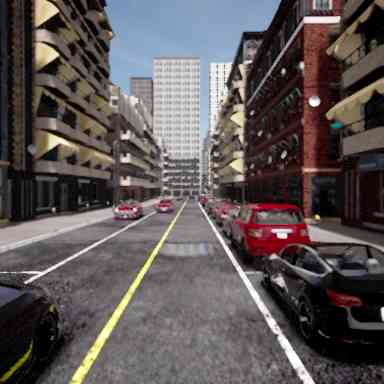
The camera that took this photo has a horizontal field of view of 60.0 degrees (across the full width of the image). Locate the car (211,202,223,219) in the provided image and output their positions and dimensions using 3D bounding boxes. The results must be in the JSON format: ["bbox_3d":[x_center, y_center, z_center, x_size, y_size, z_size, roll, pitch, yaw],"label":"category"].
[{"bbox_3d":[2.551,1.594,22.912,1.802,1.307,4.206,-1,0,0],"label":"car"}]

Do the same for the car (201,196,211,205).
[{"bbox_3d":[2.540,1.552,61.925,1.752,1.417,4.829,-1,0,0],"label":"car"}]

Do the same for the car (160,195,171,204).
[{"bbox_3d":[-5.342,1.468,67.282,1.967,1.590,4.097,-1,0,0],"label":"car"}]

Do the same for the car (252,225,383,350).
[{"bbox_3d":[2.555,1.570,6.265,1.947,1.339,4.313,-1,0,0],"label":"car"}]

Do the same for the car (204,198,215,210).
[{"bbox_3d":[2.548,1.583,34.010,1.947,1.339,4.313,-1,0,0],"label":"car"}]

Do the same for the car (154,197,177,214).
[{"bbox_3d":[-2.853,1.543,36.286,1.812,1.442,4.674,0,0,0],"label":"car"}]

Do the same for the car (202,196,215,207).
[{"bbox_3d":[2.546,1.569,39.559,2.008,1.369,4.403,-1,0,0],"label":"car"}]

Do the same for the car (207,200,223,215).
[{"bbox_3d":[2.550,1.597,28.462,1.802,1.307,4.206,-1,0,0],"label":"car"}]

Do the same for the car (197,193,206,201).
[{"bbox_3d":[2.531,1.348,89.500,2.192,1.841,5.009,-1,0,0],"label":"car"}]

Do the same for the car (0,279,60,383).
[{"bbox_3d":[-2.841,1.566,2.962,1.994,1.385,4.181,0,0,0],"label":"car"}]

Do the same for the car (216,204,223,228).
[{"bbox_3d":[2.552,1.560,17.363,2.008,1.369,4.403,-1,0,0],"label":"car"}]

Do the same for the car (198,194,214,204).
[{"bbox_3d":[2.541,1.338,50.658,2.192,1.841,5.009,-1,0,0],"label":"car"}]

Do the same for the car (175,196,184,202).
[{"bbox_3d":[-2.769,1.530,77.029,1.895,1.301,4.718,0,0,0],"label":"car"}]

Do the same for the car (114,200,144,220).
[{"bbox_3d":[-5.332,1.454,28.438,1.967,1.590,4.097,-1,0,0],"label":"car"}]

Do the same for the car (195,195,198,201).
[{"bbox_3d":[2.210,1.534,77.096,1.837,1.490,4.892,0,0,0],"label":"car"}]

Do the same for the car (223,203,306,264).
[{"bbox_3d":[2.550,1.322,11.815,2.192,1.841,5.009,-1,0,0],"label":"car"}]
